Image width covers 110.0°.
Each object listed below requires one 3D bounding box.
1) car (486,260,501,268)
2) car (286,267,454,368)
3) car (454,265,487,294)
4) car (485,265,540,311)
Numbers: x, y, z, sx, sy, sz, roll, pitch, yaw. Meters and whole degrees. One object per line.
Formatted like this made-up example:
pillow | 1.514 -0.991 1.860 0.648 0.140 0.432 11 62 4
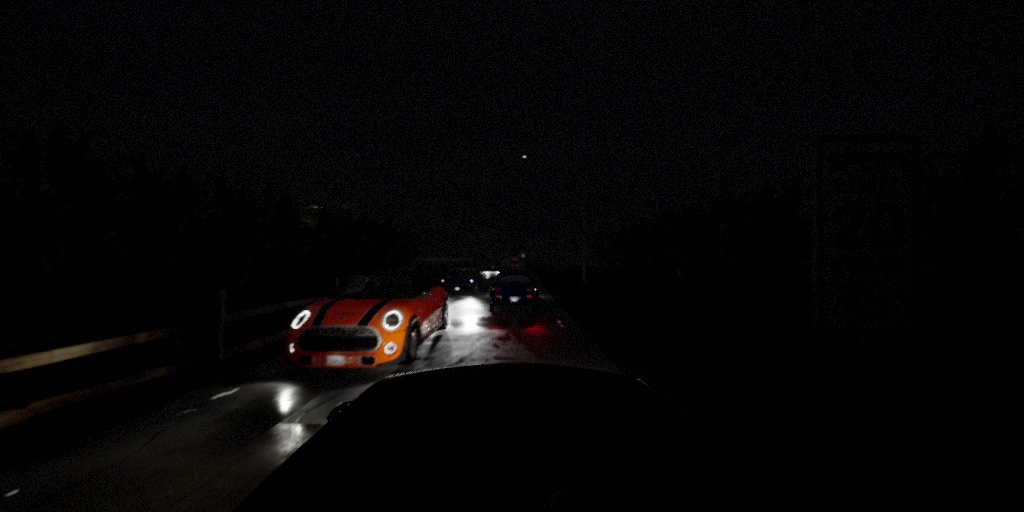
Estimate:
car | -2.384 1.240 46.545 1.994 1.385 4.181 0 0 1
car | -2.802 1.084 8.004 2.097 1.767 4.553 0 0 1
car | -2.705 1.316 20.036 1.895 1.301 4.718 0 0 1
car | 0.093 1.261 14.324 1.812 1.442 4.674 0 0 0
